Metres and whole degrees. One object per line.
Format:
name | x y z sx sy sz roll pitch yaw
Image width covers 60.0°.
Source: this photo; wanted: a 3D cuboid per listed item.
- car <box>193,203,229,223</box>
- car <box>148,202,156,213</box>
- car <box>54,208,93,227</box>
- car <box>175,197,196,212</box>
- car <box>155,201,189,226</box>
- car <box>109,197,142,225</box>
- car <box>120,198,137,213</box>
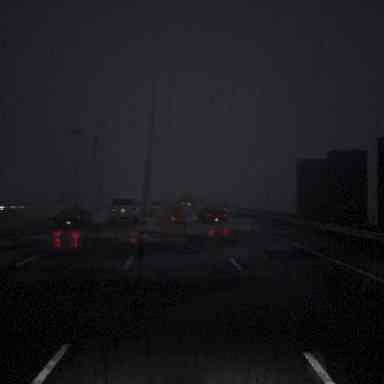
car | 1.613 1.851 27.823 1.895 1.301 4.718 0 -1 -8
car | -4.381 1.910 41.802 2.033 1.411 5.357 0 0 -12
car | -8.536 1.802 24.509 1.895 1.301 4.718 0 0 -7
car | -0.894 1.595 42.120 2.150 2.045 5.566 0 0 -12
car | -1.587 1.699 25.256 1.882 1.535 5.008 0 0 -7
car | -5.267 1.440 26.495 2.150 2.045 5.566 0 -1 -7
car | -8.179 1.713 42.554 2.097 1.767 4.553 0 -1 -12
